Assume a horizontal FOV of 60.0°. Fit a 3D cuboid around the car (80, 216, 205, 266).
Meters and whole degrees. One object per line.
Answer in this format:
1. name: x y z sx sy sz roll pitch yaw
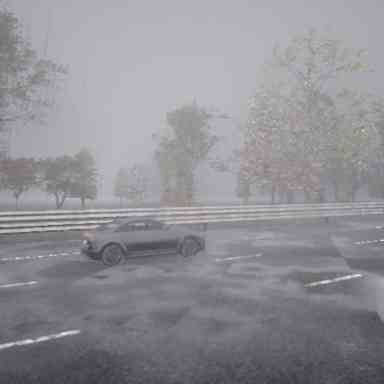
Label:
1. car: -1.643 1.542 11.469 4.181 1.385 1.994 0 0 -30
